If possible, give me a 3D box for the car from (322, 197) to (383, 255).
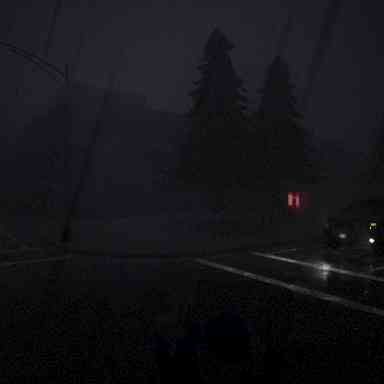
[{"bbox_3d":[7.698,1.248,13.745,5.566,2.045,2.150,0,0,-37],"label":"car"}]
